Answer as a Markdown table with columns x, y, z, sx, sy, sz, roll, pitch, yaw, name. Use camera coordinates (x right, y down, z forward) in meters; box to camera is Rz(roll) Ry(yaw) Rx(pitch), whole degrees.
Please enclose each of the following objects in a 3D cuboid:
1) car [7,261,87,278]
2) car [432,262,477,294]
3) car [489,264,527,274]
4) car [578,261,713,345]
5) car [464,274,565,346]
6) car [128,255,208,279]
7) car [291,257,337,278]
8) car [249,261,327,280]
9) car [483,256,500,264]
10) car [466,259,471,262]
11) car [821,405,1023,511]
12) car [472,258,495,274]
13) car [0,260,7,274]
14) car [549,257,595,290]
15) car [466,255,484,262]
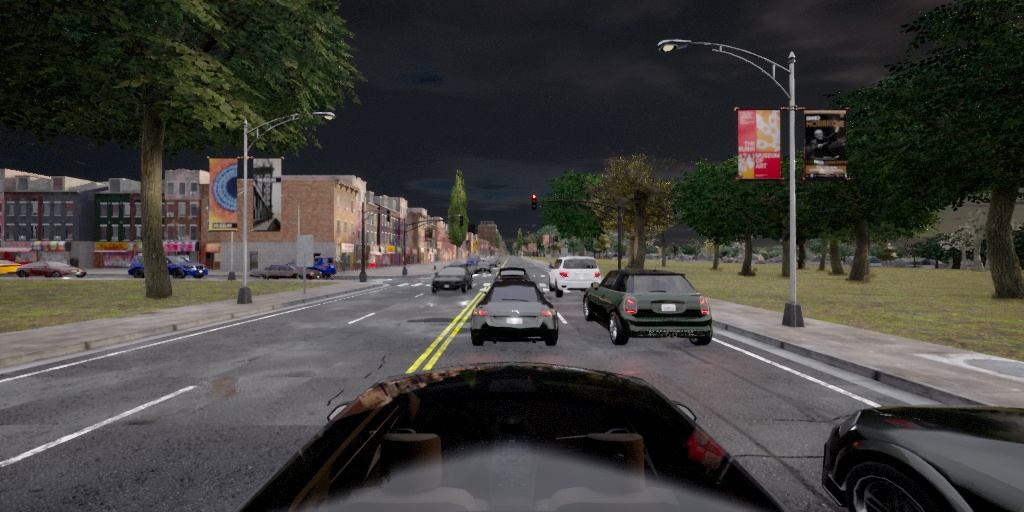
| x | y | z | sx | sy | sz | roll | pitch | yaw | name |
| --- | --- | --- | --- | --- | --- | --- | --- | --- | --- |
| -39.734 | 1.194 | 30.927 | 4.674 | 1.442 | 1.812 | 0 | 0 | 0 | car |
| -3.381 | 1.321 | 21.081 | 1.882 | 1.535 | 5.008 | 0 | 0 | 0 | car |
| 0.018 | 1.331 | 18.409 | 1.837 | 1.490 | 4.892 | 0 | 0 | 0 | car |
| 3.315 | 1.121 | 9.693 | 2.097 | 1.767 | 4.553 | 0 | 0 | 0 | car |
| 0.063 | 1.332 | 9.497 | 1.994 | 1.385 | 4.181 | 0 | 0 | 0 | car |
| -29.607 | 0.964 | 30.927 | 5.566 | 2.045 | 2.150 | 0 | 0 | 0 | car |
| -19.383 | 1.077 | 33.557 | 5.566 | 2.045 | 2.150 | 1 | 0 | 4 | car |
| -19.419 | 1.383 | 30.892 | 5.357 | 1.411 | 2.033 | 1 | 0 | -3 | car |
| -3.421 | 1.255 | 60.829 | 1.837 | 1.490 | 4.892 | 0 | 1 | 0 | car |
| -6.696 | 1.431 | 44.523 | 1.994 | 1.385 | 4.181 | 0 | 0 | 1 | car |
| 3.341 | 1.314 | 0.966 | 1.994 | 1.385 | 4.181 | 0 | 0 | 0 | car |
| -3.415 | 1.375 | 43.969 | 1.837 | 1.490 | 4.892 | 0 | 0 | 0 | car |
| -49.252 | 1.118 | 33.808 | 5.008 | 1.535 | 1.882 | 0 | 0 | 0 | car |
| 3.268 | 1.054 | 19.407 | 2.150 | 2.045 | 5.566 | 0 | 0 | 0 | car |
| -6.669 | 0.957 | 62.291 | 2.150 | 2.045 | 5.566 | 0 | 1 | 0 | car |
